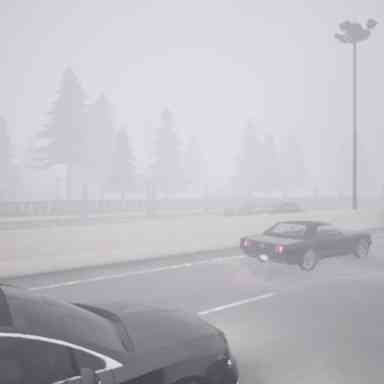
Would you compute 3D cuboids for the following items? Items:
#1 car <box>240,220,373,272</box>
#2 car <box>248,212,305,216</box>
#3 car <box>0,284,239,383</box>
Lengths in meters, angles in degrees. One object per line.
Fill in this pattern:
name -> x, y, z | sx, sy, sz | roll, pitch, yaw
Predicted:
car -> 3.869, 1.580, 10.808 | 4.718, 1.301, 1.895 | 0, 0, -36
car -> 6.813, 1.460, 26.044 | 4.892, 1.490, 1.837 | 0, 0, -35
car -> -1.802, 1.505, 2.462 | 4.892, 1.490, 1.837 | 0, 0, -36
